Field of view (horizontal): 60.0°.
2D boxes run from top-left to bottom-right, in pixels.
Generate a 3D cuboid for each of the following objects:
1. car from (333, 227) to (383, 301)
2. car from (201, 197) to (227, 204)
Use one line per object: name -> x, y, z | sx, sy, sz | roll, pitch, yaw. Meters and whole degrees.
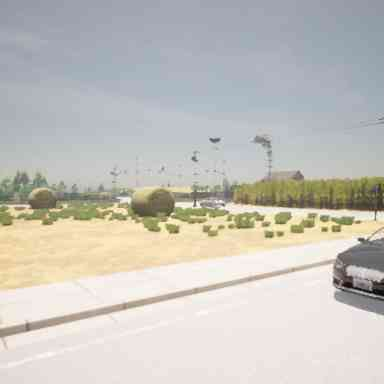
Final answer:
car -> 5.222, 1.475, 7.705 | 4.902, 1.511, 2.128 | 0, 0, -35
car -> 3.023, 1.493, 47.668 | 1.812, 1.442, 4.674 | 0, 0, -34
